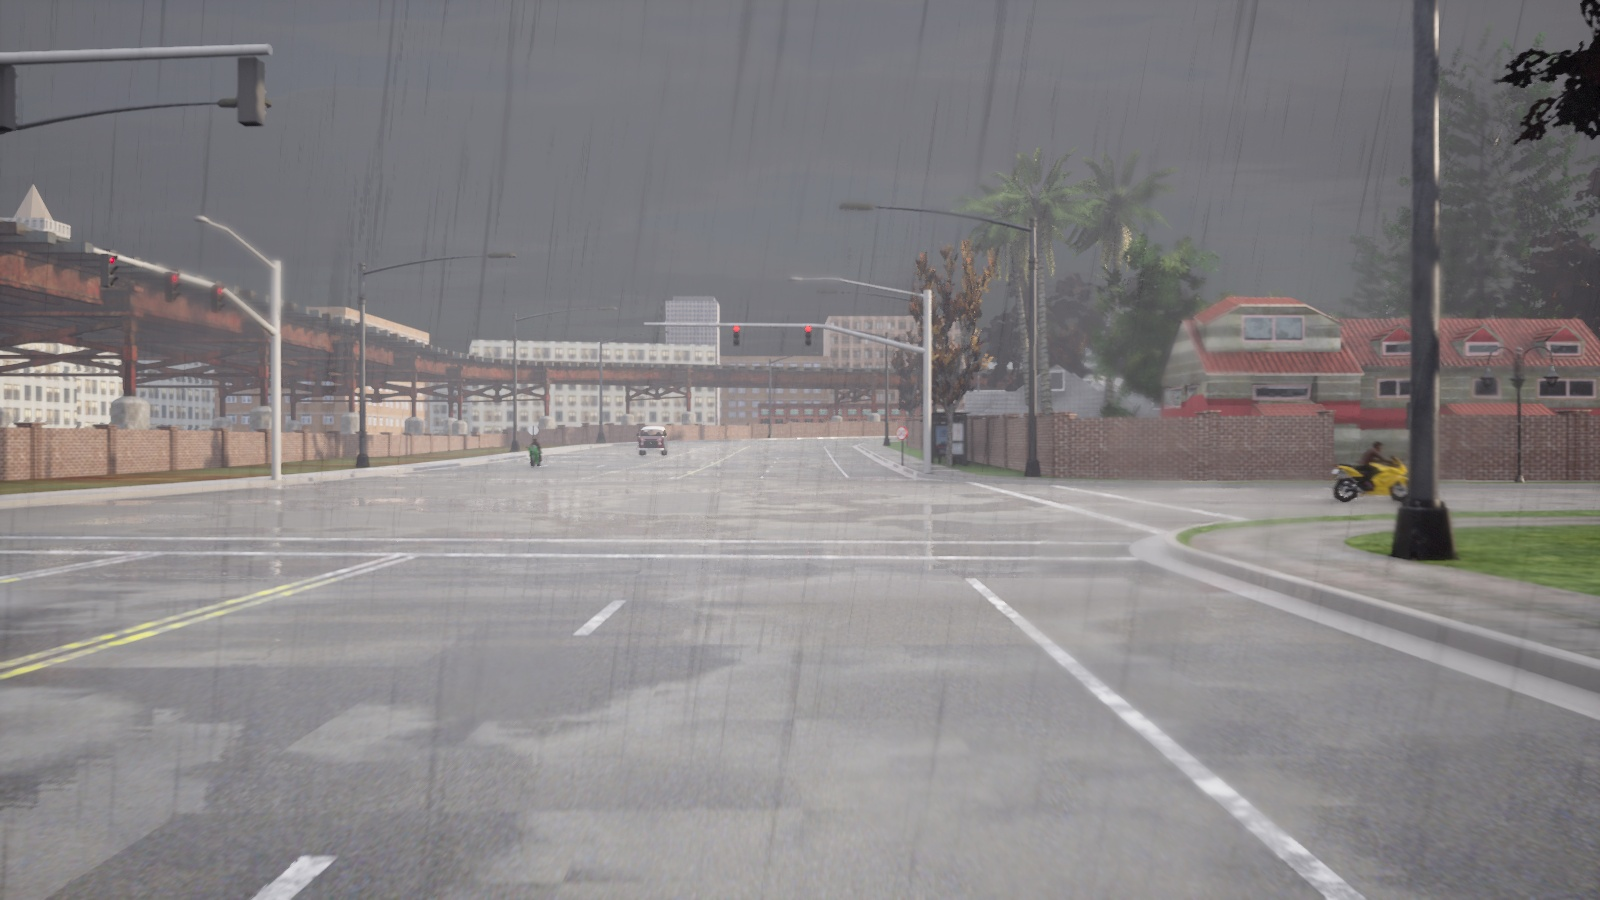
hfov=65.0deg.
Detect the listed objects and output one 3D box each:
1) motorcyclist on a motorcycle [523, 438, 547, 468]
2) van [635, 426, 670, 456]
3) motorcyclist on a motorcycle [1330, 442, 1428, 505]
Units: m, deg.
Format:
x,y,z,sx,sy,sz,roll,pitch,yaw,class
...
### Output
x,y,z,sx,sy,sz,roll,pitch,yaw,class
-13.735,0.125,65.040,0.797,1.523,2.044,0,1,0,motorcyclist on a motorcycle
-10.181,-0.643,87.135,2.069,2.038,4.480,0,2,-2,van
14.172,0.568,30.763,2.044,1.523,0.797,0,0,-1,motorcyclist on a motorcycle
